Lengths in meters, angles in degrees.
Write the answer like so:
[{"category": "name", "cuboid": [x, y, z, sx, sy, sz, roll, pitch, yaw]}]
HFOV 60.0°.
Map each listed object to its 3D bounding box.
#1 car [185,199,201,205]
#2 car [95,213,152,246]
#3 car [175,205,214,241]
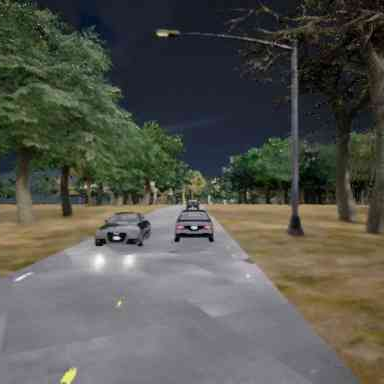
[{"category": "car", "cuboid": [0.127, 1.823, 47.628, 1.837, 1.490, 4.892, 0, -1, 1]}, {"category": "car", "cuboid": [-3.003, 1.651, 15.238, 1.994, 1.385, 4.181, 0, 0, 0]}, {"category": "car", "cuboid": [0.097, 1.598, 16.881, 2.033, 1.411, 5.357, 0, 0, 0]}]
